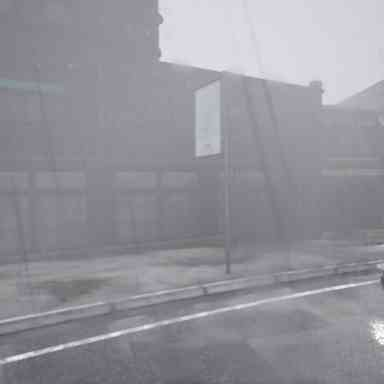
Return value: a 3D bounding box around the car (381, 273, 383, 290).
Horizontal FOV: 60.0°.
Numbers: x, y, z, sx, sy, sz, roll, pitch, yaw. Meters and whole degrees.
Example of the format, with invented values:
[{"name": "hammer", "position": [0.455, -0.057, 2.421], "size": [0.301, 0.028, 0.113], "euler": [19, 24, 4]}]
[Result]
[{"name": "car", "position": [6.075, 1.489, 6.752], "size": [4.674, 1.442, 1.812], "euler": [0, 0, -22]}]
